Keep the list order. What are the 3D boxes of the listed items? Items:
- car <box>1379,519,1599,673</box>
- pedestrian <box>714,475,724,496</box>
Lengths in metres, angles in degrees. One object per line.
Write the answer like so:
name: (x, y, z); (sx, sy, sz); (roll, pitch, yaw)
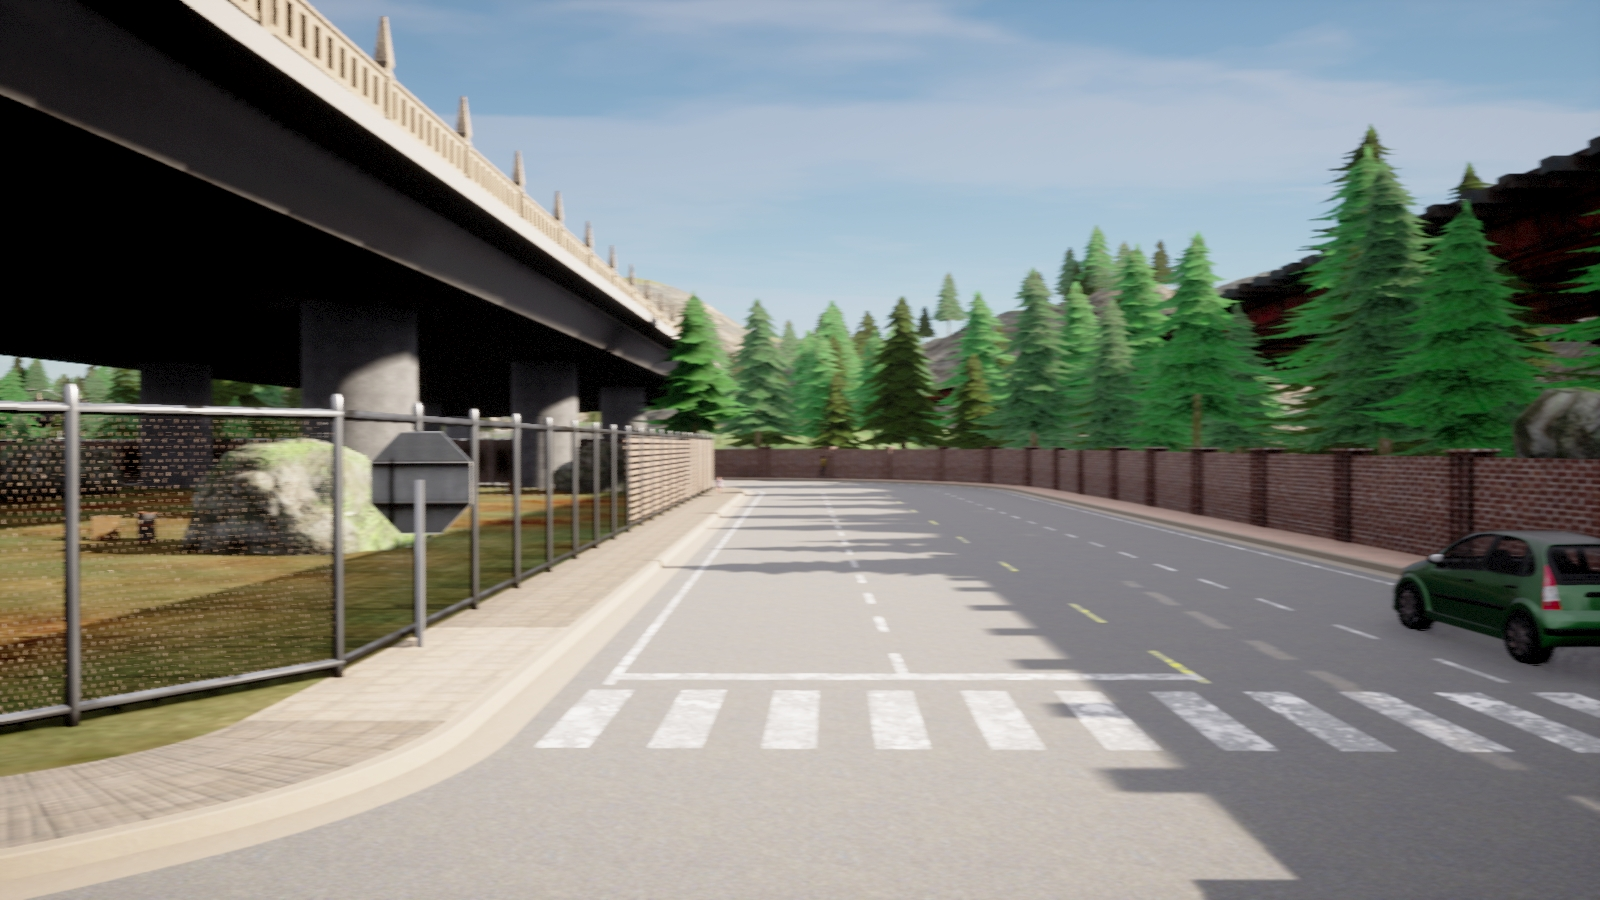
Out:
car: (9.979, 1.899, 15.900); (1.851, 1.617, 3.988); (0, 0, 0)
pedestrian: (-4.153, 1.821, 58.728); (0.500, 1.100, 0.500); (0, 0, -1)
